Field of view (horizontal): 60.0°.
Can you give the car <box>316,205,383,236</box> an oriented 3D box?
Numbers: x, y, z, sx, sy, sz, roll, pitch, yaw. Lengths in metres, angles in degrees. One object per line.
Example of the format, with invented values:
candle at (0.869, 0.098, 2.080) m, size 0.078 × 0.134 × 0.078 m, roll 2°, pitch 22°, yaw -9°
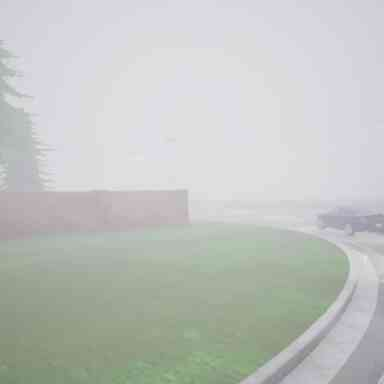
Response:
car at (8.659, 1.447, 18.261) m, size 1.882 × 1.535 × 5.008 m, roll -1°, pitch 0°, yaw -5°
